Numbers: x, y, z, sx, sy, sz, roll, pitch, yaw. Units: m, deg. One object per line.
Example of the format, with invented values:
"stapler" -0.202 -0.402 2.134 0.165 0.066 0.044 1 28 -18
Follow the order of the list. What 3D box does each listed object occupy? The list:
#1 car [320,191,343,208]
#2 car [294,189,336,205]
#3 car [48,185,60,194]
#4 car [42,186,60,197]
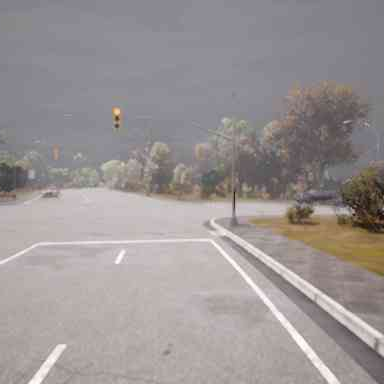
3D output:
"car" 17.596 1.043 38.095 4.892 1.490 1.837 2 1 -17
"car" 15.443 0.613 41.079 5.566 2.045 2.150 2 1 -17
"car" -28.472 -0.521 68.627 2.097 1.767 4.553 -1 2 -21
"car" -22.785 -0.082 53.351 2.097 1.767 4.553 -1 2 -20
